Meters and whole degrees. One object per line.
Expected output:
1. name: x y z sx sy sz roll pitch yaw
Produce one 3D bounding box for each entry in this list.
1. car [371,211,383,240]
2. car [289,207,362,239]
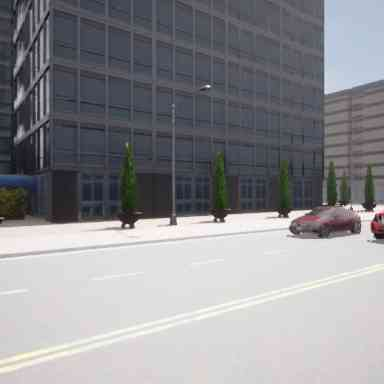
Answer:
1. car: 10.774 1.221 15.740 5.566 2.045 2.150 0 0 -35
2. car: 7.113 1.523 17.467 4.674 1.442 1.812 0 0 -35
